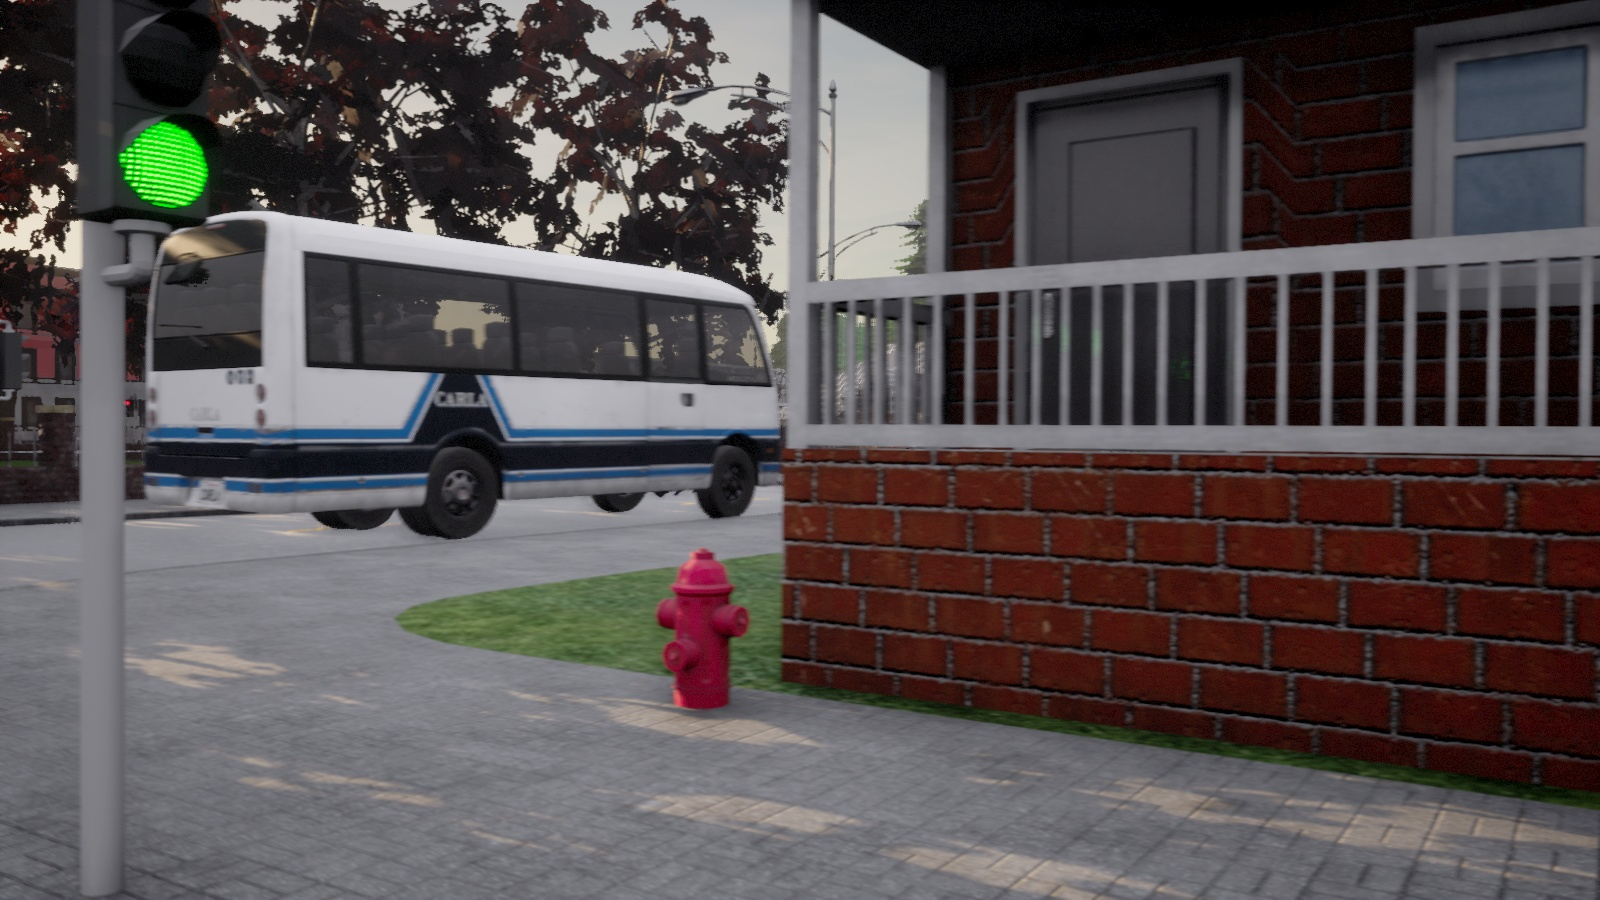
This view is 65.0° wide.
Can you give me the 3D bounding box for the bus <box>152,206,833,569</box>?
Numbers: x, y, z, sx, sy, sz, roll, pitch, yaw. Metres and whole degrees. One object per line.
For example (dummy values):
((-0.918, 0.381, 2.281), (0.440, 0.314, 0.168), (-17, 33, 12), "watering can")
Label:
((-4.107, -0.857, 20.010), (3.944, 4.253, 10.273), (0, 1, 37), "bus")
